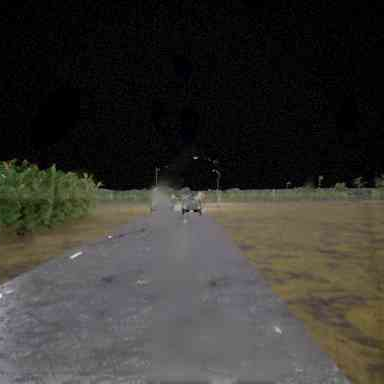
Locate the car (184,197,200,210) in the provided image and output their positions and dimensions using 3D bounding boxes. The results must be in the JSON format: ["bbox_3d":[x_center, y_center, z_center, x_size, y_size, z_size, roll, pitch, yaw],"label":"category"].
[{"bbox_3d":[-0.016,1.379,30.688,1.895,1.301,4.718,0,0,0],"label":"car"}]

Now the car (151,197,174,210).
[{"bbox_3d":[-2.767,1.147,31.910,2.097,1.767,4.553,0,0,0],"label":"car"}]

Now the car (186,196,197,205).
[{"bbox_3d":[-0.033,1.525,62.202,2.033,1.649,4.856,0,-1,0],"label":"car"}]
